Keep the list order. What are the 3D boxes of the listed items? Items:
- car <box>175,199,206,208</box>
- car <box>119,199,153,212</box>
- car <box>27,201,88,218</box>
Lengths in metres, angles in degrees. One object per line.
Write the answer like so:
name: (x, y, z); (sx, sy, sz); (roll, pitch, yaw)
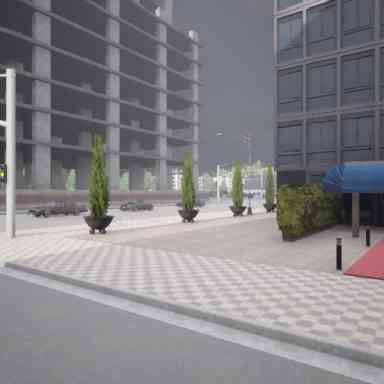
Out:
car: (-0.164, 1.547, 47.612); (2.033, 1.411, 5.357); (0, 0, 36)
car: (-6.464, 1.564, 38.953); (1.994, 1.385, 4.181); (0, 0, 37)
car: (-12.334, 1.547, 30.894); (2.033, 1.411, 5.357); (0, 0, 36)
